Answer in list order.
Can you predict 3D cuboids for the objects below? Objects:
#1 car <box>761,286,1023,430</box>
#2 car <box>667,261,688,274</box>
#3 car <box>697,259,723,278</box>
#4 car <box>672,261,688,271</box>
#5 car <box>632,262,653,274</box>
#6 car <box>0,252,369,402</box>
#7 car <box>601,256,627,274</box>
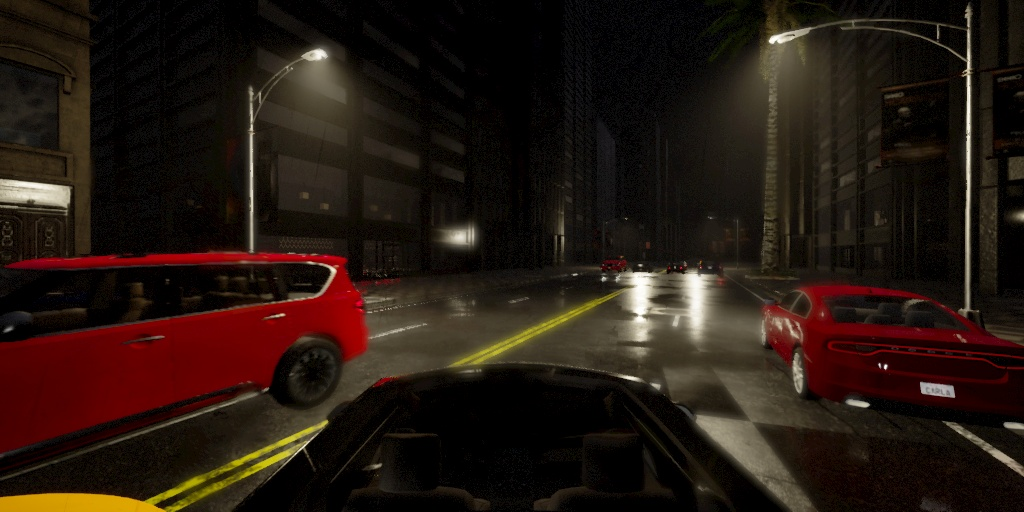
[{"bbox_3d":[5.516,1.228,5.895,1.882,1.535,5.008,0,0,27],"label":"car"},{"bbox_3d":[18.667,1.317,40.788,2.033,1.411,5.357,0,0,27],"label":"car"},{"bbox_3d":[19.304,1.118,34.965,2.097,1.767,4.553,0,0,27],"label":"car"},{"bbox_3d":[23.558,1.381,50.284,1.895,1.301,4.718,0,0,27],"label":"car"},{"bbox_3d":[15.220,1.333,41.628,1.994,1.385,4.181,0,0,27],"label":"car"},{"bbox_3d":[-4.242,0.972,3.847,2.150,2.045,5.566,0,0,27],"label":"car"},{"bbox_3d":[12.305,0.991,43.070,2.150,2.045,5.566,0,0,27],"label":"car"}]
